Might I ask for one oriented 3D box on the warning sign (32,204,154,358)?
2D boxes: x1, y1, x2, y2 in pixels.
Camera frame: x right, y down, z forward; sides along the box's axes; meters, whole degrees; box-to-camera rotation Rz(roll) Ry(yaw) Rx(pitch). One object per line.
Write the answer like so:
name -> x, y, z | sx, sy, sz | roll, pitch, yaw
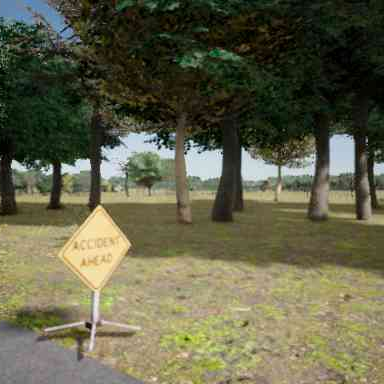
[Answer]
warning sign -> -1.433, 1.129, 4.957 | 1.060, 1.860, 1.300 | 1, -1, 35
